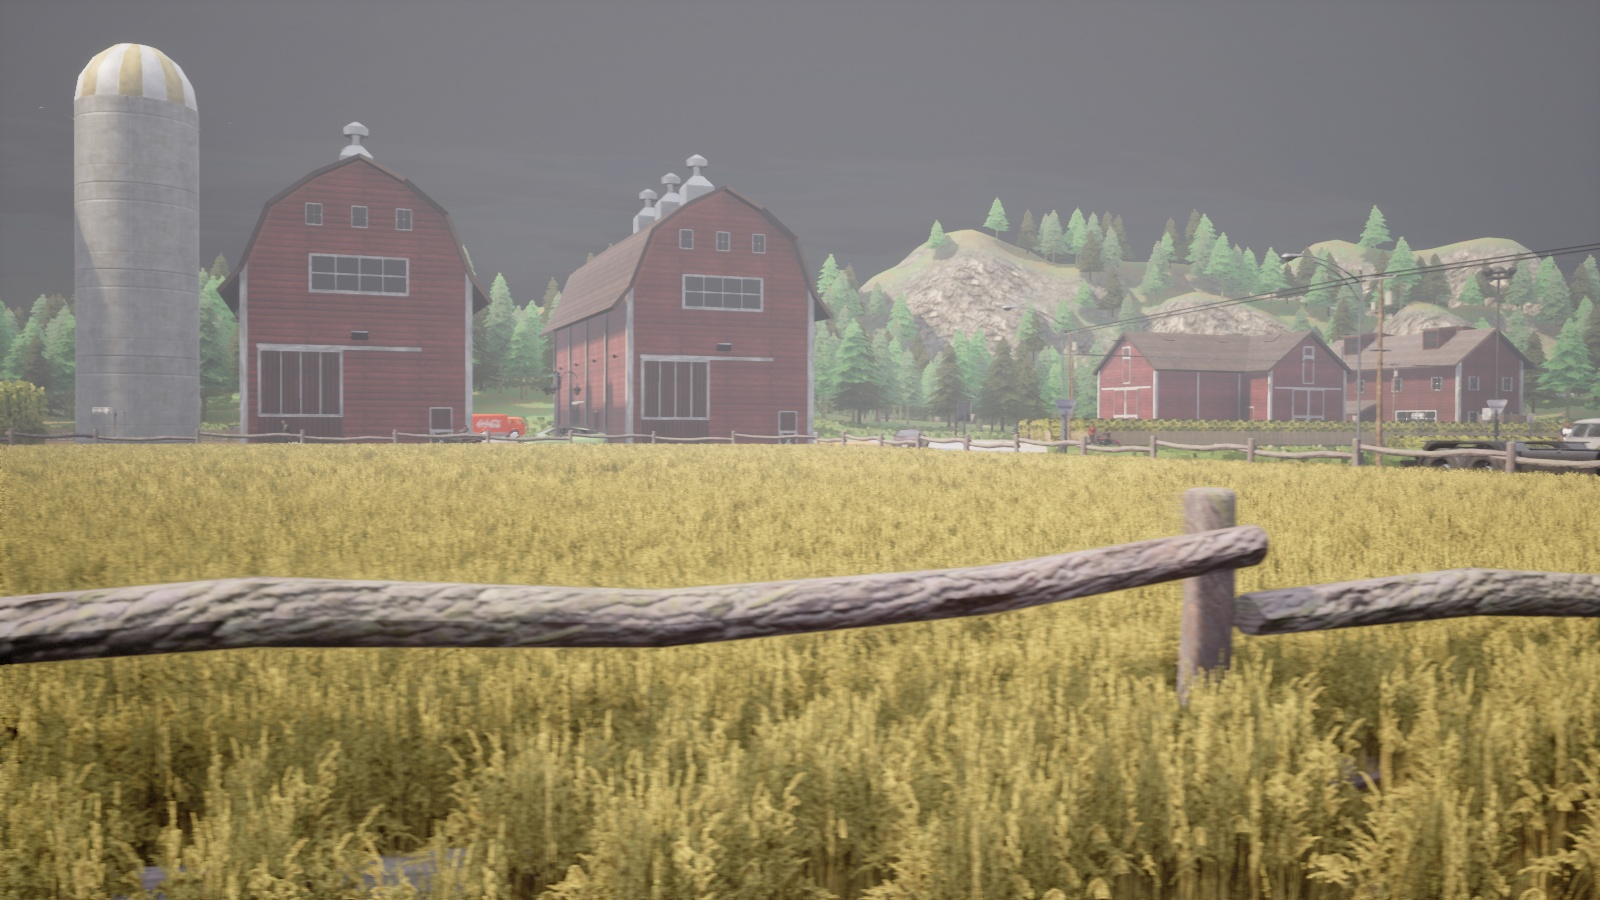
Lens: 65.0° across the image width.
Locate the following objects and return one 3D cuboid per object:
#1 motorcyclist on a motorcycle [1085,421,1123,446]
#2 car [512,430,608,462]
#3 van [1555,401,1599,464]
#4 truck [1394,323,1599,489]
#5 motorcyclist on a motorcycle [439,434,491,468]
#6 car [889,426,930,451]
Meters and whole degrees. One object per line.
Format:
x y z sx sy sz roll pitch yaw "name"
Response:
20.874 -1.154 86.284 2.350 1.649 0.766 -1 1 -6 "motorcyclist on a motorcycle"
-12.341 -0.216 64.489 4.514 1.525 2.007 -1 1 -23 "car"
27.156 -0.628 41.178 4.442 1.987 1.775 -2 1 -22 "van"
17.457 -0.957 27.839 2.891 3.462 7.936 -1 1 -21 "truck"
-15.772 0.027 59.125 2.191 1.530 0.866 -1 1 -24 "motorcyclist on a motorcycle"
6.731 -0.730 76.870 1.812 1.442 4.674 -1 2 14 "car"
